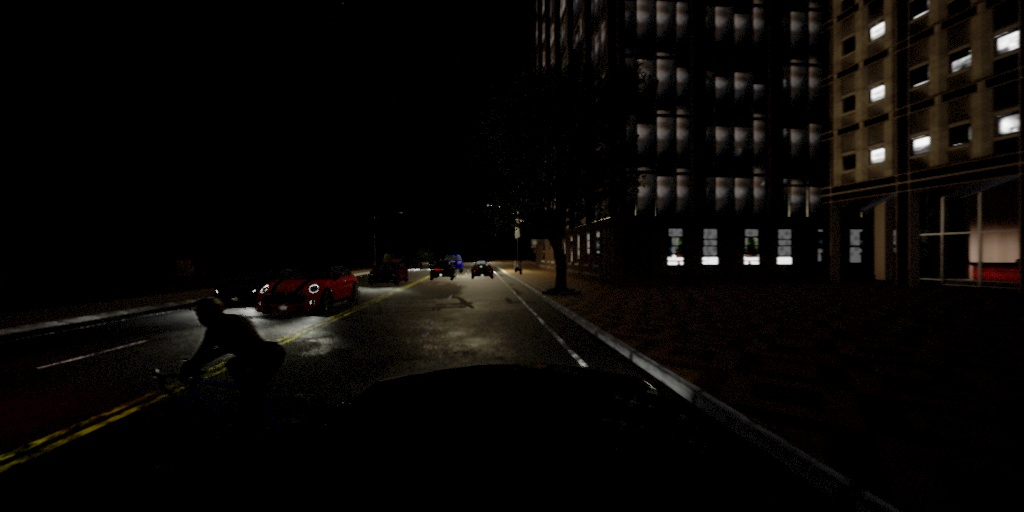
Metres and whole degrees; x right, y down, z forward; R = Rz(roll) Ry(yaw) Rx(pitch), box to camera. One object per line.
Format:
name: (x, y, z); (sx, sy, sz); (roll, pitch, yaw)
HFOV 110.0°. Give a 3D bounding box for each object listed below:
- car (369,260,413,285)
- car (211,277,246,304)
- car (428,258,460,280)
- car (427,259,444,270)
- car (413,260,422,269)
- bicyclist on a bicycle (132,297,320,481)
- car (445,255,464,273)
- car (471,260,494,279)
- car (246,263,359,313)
car: (-8.687, 1.198, 25.615); (1.882, 1.535, 5.008); (0, 0, -5)
car: (-11.154, 1.297, 16.692); (2.033, 1.411, 5.357); (0, 0, -5)
car: (-5.727, 1.206, 30.199); (1.837, 1.490, 4.892); (0, 0, -5)
car: (-11.297, 1.164, 53.397); (1.837, 1.490, 4.892); (0, 0, -5)
car: (-14.520, 1.234, 52.969); (1.994, 1.385, 4.181); (0, 0, -5)
bicyclist on a bicycle: (-2.655, 1.206, 3.351); (1.656, 1.620, 0.582); (-1, 0, -5)
car: (-6.840, 0.896, 42.079); (2.150, 2.045, 5.566); (0, 0, -5)
car: (-2.614, 1.289, 31.606); (1.895, 1.301, 4.718); (0, 0, -5)
car: (-7.634, 1.096, 13.891); (2.097, 1.767, 4.553); (0, 0, -5)
